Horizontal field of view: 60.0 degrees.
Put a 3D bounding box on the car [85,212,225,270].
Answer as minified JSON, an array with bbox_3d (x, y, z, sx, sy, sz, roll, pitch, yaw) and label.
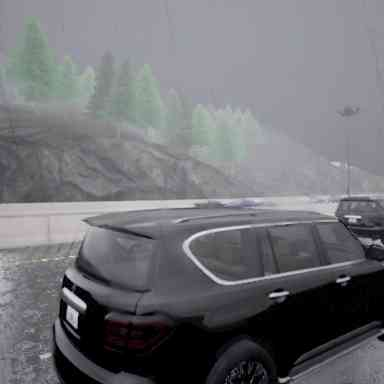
[{"bbox_3d":[-1.157,1.548,11.775,4.674,1.442,1.812,0,0,-38],"label":"car"}]

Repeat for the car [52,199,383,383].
[{"bbox_3d":[1.055,1.229,4.644,5.566,2.045,2.150,0,0,-37],"label":"car"}]

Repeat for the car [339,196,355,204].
[{"bbox_3d":[31.688,1.557,67.893,1.882,1.535,5.008,0,0,36],"label":"car"}]

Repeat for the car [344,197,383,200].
[{"bbox_3d":[8.487,1.238,15.081,5.566,2.045,2.150,0,0,-40],"label":"car"}]

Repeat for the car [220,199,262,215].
[{"bbox_3d":[5.366,1.534,36.210,5.008,1.535,1.882,0,0,-45],"label":"car"}]

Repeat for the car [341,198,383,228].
[{"bbox_3d":[12.497,1.379,23.409,4.553,1.767,2.097,0,0,-43],"label":"car"}]
